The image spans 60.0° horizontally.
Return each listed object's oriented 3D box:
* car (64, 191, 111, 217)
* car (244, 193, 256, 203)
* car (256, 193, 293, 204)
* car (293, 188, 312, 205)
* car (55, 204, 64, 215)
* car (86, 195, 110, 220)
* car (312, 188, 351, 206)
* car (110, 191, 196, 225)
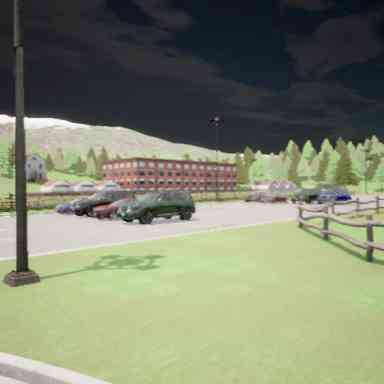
[{"bbox_3d":[-6.980,0.927,27.040,5.566,2.045,2.150,-1,1,-44],"label":"car"},{"bbox_3d":[9.235,0.859,47.285,4.181,1.385,1.994,-1,1,-43],"label":"car"},{"bbox_3d":[10.990,0.845,44.129,4.674,1.442,1.812,-1,1,-43],"label":"car"},{"bbox_3d":[15.066,0.520,43.155,5.566,2.045,2.150,-1,1,-43],"label":"car"},{"bbox_3d":[-9.617,1.224,29.353,4.674,1.442,1.812,-1,1,-44],"label":"car"},{"bbox_3d":[-4.782,1.198,24.303,5.008,1.535,1.882,-1,1,-44],"label":"car"},{"bbox_3d":[17.330,0.534,40.482,5.566,2.045,2.150,-1,1,-43],"label":"car"},{"bbox_3d":[-2.179,0.948,21.946,5.566,2.045,2.150,-1,1,-44],"label":"car"}]
